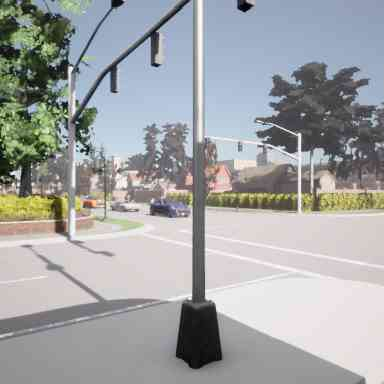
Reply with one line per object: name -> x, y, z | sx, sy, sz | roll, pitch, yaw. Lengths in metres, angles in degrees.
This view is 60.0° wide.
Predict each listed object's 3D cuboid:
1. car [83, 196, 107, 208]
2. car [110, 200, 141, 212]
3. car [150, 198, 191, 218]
car -> -13.709, 1.352, 46.865 | 2.097, 1.767, 4.553 | 0, 0, -36
car -> -7.820, 1.601, 38.724 | 1.895, 1.301, 4.718 | 0, 0, -36
car -> -2.077, 1.352, 30.787 | 2.097, 1.767, 4.553 | 0, 0, -36
